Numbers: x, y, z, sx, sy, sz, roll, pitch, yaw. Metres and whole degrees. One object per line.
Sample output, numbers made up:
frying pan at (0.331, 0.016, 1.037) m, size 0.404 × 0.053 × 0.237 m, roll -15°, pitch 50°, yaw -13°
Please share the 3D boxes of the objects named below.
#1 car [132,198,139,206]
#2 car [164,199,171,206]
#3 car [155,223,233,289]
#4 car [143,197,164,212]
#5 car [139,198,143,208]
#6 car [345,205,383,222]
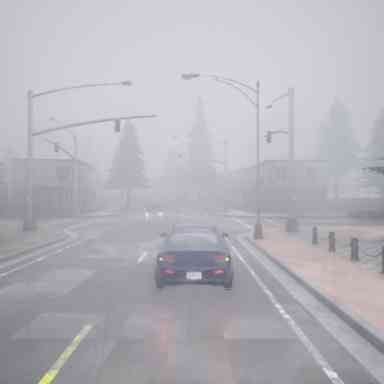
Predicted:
car at (-10.001, 1.869, 62.425) m, size 1.837 × 1.490 × 4.892 m, roll 0°, pitch 0°, yaw -23°
car at (-5.269, 1.915, 60.469) m, size 1.994 × 1.385 × 4.181 m, roll 0°, pitch 0°, yaw -21°
car at (0.057, 1.585, 9.228) m, size 1.812 × 1.442 × 4.674 m, roll 0°, pitch 0°, yaw 0°
car at (-4.883, 1.716, 42.727) m, size 1.882 × 1.535 × 5.008 m, roll 0°, pitch 0°, yaw -6°
car at (-6.620, 1.653, 52.616) m, size 2.097 × 1.767 × 4.553 m, roll 0°, pitch 0°, yaw -15°
car at (15.480, 1.762, 27.748) m, size 4.718 × 1.301 × 1.895 m, roll 0°, pitch 0°, yaw 2°
